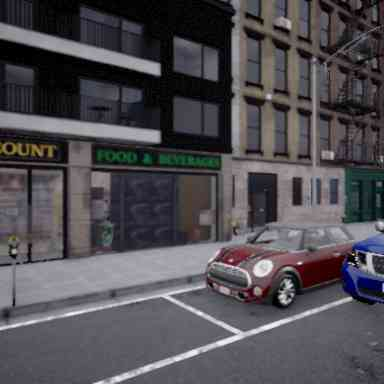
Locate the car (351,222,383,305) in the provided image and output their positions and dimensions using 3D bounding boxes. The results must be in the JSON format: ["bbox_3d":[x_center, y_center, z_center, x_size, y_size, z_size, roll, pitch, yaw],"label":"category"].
[{"bbox_3d":[5.486,1.228,6.984,5.566,2.045,2.150,0,0,-35],"label":"car"}]

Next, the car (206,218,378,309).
[{"bbox_3d":[2.281,1.445,7.817,4.097,1.590,1.967,0,0,-36],"label":"car"}]
